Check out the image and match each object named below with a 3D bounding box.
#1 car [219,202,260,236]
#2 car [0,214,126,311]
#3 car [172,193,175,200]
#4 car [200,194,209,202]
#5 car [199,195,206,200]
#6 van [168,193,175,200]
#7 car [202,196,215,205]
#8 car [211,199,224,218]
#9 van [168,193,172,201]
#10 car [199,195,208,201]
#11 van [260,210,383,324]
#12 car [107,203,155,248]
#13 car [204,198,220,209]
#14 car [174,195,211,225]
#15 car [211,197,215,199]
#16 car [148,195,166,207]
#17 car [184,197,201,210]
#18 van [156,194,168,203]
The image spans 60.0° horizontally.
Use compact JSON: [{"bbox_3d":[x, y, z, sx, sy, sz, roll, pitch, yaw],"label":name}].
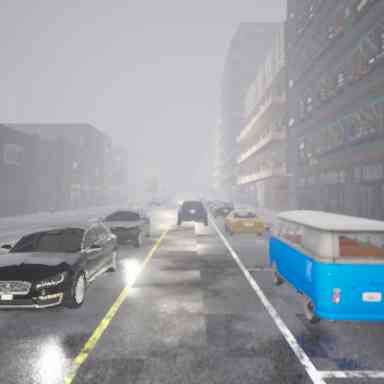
[{"bbox_3d":[2.711,1.517,18.177,1.752,1.417,4.829,1,0,0],"label":"car"},{"bbox_3d":[-3.081,1.503,7.986,1.837,1.490,4.892,0,0,0],"label":"car"},{"bbox_3d":[-5.640,1.455,79.356,1.887,1.381,4.507,1,0,0],"label":"car"},{"bbox_3d":[2.740,1.361,73.814,1.967,1.590,4.097,1,0,0],"label":"car"},{"bbox_3d":[2.745,1.469,90.556,1.802,1.307,4.206,1,0,0],"label":"car"},{"bbox_3d":[-5.631,1.228,90.516,1.690,1.788,3.998,1,0,0],"label":"van"},{"bbox_3d":[2.730,1.499,57.073,2.008,1.369,4.403,1,0,0],"label":"car"},{"bbox_3d":[2.716,1.549,29.169,1.947,1.339,4.313,1,0,0],"label":"car"},{"bbox_3d":[-5.641,1.272,68.195,1.690,1.788,3.998,1,0,0],"label":"van"},{"bbox_3d":[2.741,1.462,79.394,2.008,1.369,4.403,1,0,0],"label":"car"},{"bbox_3d":[2.709,1.339,6.846,1.690,1.788,3.998,1,0,0],"label":"van"},{"bbox_3d":[-2.992,1.472,14.980,1.882,1.535,5.008,0,0,0],"label":"car"},{"bbox_3d":[2.725,1.508,45.912,1.887,1.381,4.507,1,0,0],"label":"car"},{"bbox_3d":[0.054,1.339,24.020,2.097,1.767,4.553,0,0,1],"label":"car"},{"bbox_3d":[2.719,1.543,34.750,1.947,1.339,4.313,1,0,0],"label":"car"},{"bbox_3d":[-5.653,1.522,51.455,1.947,1.339,4.313,1,0,0],"label":"car"},{"bbox_3d":[0.112,1.457,44.451,2.128,1.511,4.902,0,0,0],"label":"car"},{"bbox_3d":[-5.647,1.289,57.035,1.690,1.788,3.998,1,0,0],"label":"van"}]
